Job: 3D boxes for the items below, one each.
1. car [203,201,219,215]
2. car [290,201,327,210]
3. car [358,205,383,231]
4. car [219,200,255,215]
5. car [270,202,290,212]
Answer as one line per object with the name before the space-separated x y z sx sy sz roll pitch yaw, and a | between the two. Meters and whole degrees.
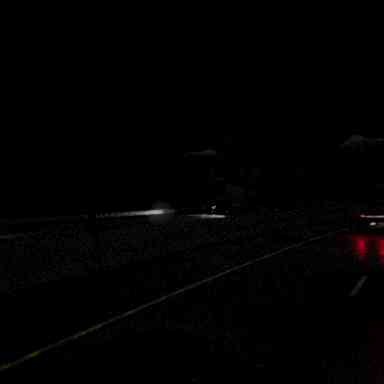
car | 3.436 1.907 42.620 4.553 1.767 2.097 0 -1 -45
car | 13.700 1.775 38.008 4.902 1.511 2.128 0 -1 -43
car | 11.632 1.561 20.351 2.128 1.511 4.902 -2 -1 41
car | 5.725 1.997 39.970 1.812 1.442 4.674 -2 -1 45
car | 11.340 1.933 40.586 4.181 1.385 1.994 0 -1 -43
